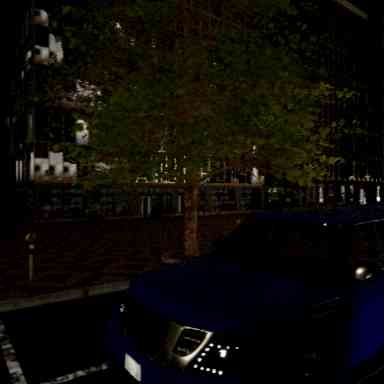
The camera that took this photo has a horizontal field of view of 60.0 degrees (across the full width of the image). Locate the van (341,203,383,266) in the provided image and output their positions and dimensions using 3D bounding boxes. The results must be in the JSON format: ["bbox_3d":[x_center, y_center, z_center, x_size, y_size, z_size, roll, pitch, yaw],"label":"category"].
[{"bbox_3d":[7.135,1.341,11.648,3.998,1.788,1.690,0,0,-35],"label":"van"}]

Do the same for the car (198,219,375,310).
[{"bbox_3d":[2.520,1.545,8.357,4.507,1.381,1.887,0,0,-35],"label":"car"}]

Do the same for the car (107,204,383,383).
[{"bbox_3d":[1.716,1.222,4.602,5.566,2.045,2.150,0,0,-36],"label":"car"}]
